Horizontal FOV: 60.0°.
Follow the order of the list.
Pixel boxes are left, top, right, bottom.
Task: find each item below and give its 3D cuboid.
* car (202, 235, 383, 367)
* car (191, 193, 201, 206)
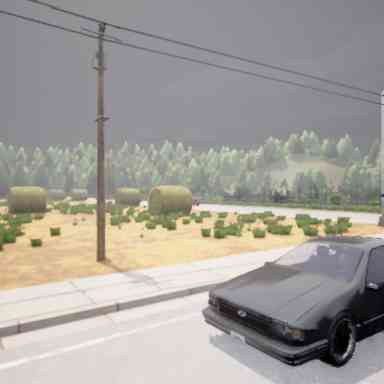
[{"bbox_3d":[2.782,1.534,5.940,5.357,1.411,2.033,0,0,-35],"label":"car"},{"bbox_3d":[-0.851,1.118,49.658,2.150,2.045,5.566,0,0,-32],"label":"car"}]
